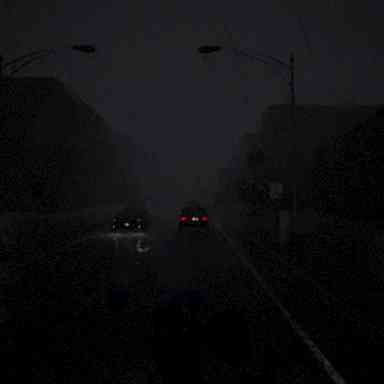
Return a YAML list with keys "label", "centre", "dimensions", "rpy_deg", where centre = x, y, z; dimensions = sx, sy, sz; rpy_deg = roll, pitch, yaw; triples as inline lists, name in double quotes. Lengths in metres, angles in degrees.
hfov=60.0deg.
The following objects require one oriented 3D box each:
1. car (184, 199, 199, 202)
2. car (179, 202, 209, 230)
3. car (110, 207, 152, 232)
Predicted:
- label: "car"
  centre: [-0.053, 1.626, 42.936]
  dimensions: [1.994, 1.385, 4.181]
  rpy_deg: [0, 0, -1]
- label: "car"
  centre: [0.110, 1.578, 21.333]
  dimensions: [2.033, 1.411, 5.357]
  rpy_deg: [0, 0, 0]
- label: "car"
  centre: [-3.581, 1.593, 20.214]
  dimensions: [1.994, 1.385, 4.181]
  rpy_deg: [0, 0, 0]
